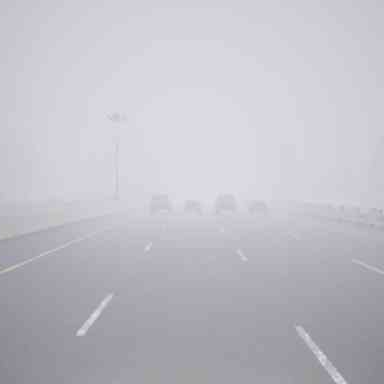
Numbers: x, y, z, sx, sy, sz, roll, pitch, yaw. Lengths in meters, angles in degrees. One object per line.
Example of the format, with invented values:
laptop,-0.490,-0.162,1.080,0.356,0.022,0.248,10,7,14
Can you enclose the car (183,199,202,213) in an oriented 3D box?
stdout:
car,0.099,1.596,37.953,1.837,1.490,4.892,0,-1,0

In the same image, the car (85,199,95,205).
car,-17.502,1.991,59.678,2.033,1.411,5.357,0,-1,0

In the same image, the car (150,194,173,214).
car,-3.413,1.301,37.046,2.150,2.045,5.566,0,-1,0

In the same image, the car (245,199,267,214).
car,7.100,1.585,37.145,1.837,1.490,4.892,0,-1,0

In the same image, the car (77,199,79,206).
car,-21.002,1.994,59.678,1.994,1.385,4.181,0,-1,0

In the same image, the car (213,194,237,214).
car,3.599,1.297,36.750,2.150,2.045,5.566,0,-1,0
